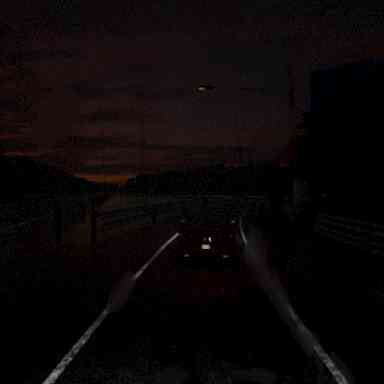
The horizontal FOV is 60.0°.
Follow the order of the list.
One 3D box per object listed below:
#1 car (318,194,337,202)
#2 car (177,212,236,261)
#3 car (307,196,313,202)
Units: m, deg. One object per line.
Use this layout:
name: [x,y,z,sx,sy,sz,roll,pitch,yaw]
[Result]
car: [35.766,1.497,87.492,5.566,2.045,2.150,1,0,-28]
car: [0.592,1.483,12.379,1.882,1.535,5.008,0,0,4]
car: [27.566,1.687,81.540,5.008,1.535,1.882,0,0,-37]
